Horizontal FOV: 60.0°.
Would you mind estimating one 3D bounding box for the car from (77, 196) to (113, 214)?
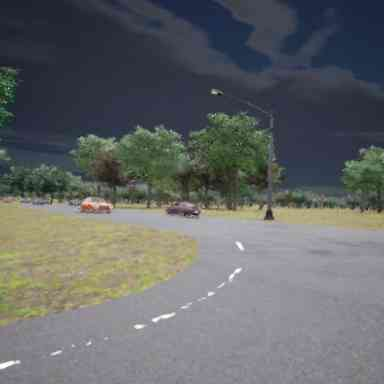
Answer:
[{"bbox_3d":[-9.687,1.289,33.818,2.097,1.767,4.553,3,-2,-35],"label":"car"}]

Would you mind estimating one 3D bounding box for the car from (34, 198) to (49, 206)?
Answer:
[{"bbox_3d":[-29.260,1.858,63.849,1.837,1.490,4.892,3,-2,-29],"label":"car"}]

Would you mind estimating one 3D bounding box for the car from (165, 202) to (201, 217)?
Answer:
[{"bbox_3d":[-0.895,1.742,33.437,1.812,1.442,4.674,3,-2,-35],"label":"car"}]

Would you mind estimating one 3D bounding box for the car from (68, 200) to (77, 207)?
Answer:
[{"bbox_3d":[-22.352,2.185,64.065,1.895,1.301,4.718,3,-3,-35],"label":"car"}]
